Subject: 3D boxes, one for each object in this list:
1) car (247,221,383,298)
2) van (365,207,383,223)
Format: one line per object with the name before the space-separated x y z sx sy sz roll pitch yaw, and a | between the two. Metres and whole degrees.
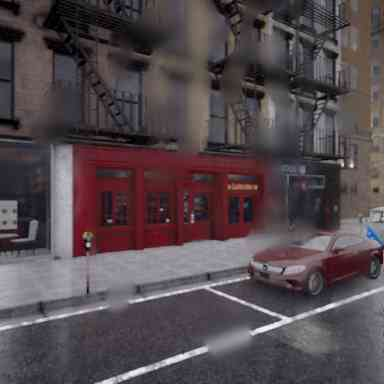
car | 3.301 1.599 8.528 4.206 1.307 1.802 0 0 -35
van | 7.711 1.371 11.656 3.998 1.788 1.690 0 0 -35
